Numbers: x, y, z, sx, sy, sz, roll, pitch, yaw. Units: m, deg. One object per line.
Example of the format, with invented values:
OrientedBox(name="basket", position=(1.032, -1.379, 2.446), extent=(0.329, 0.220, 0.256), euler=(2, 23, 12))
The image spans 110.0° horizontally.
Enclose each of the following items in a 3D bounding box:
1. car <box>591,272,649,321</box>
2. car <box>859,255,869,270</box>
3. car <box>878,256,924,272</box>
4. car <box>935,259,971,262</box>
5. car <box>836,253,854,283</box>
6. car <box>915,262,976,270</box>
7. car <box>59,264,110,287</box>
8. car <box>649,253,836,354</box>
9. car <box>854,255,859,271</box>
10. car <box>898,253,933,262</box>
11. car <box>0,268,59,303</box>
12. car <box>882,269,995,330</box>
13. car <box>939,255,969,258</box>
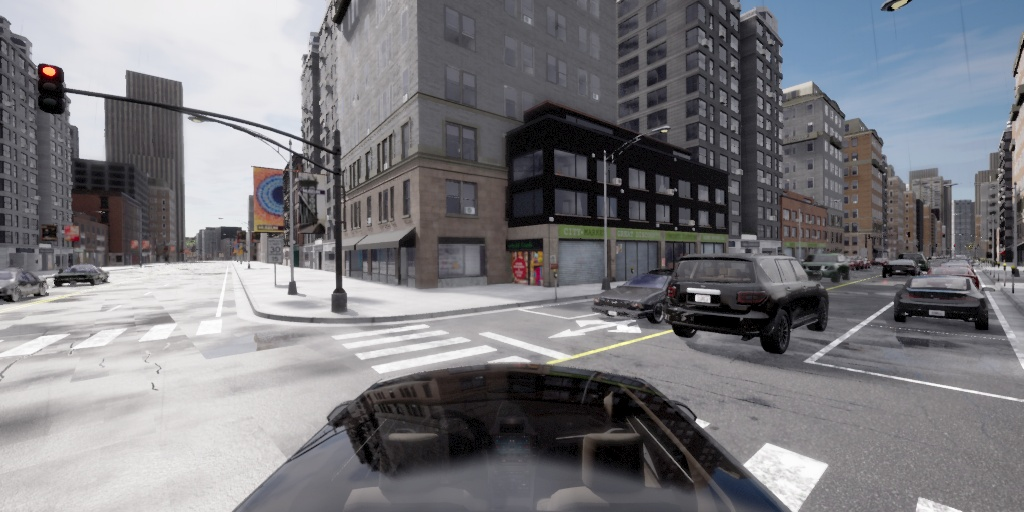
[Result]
OrientedBox(name="car", position=(5.033, 1.270, 12.160), extent=(5.357, 1.411, 2.033), euler=(0, 0, -38))
OrientedBox(name="car", position=(42.967, 0.817, 45.426), extent=(5.009, 1.841, 2.192), euler=(0, 0, -38))
OrientedBox(name="car", position=(32.088, 1.026, 29.515), extent=(5.008, 1.535, 1.882), euler=(0, 0, -38))
OrientedBox(name="car", position=(30.487, 1.104, 24.689), extent=(4.507, 1.381, 1.888), euler=(0, 0, -38))
OrientedBox(name="car", position=(22.794, 0.819, 26.186), extent=(5.566, 2.045, 2.150), euler=(0, 0, -38))
OrientedBox(name="car", position=(21.605, 1.158, 17.667), extent=(4.507, 1.381, 1.888), euler=(0, 0, -38))
OrientedBox(name="car", position=(-31.758, 1.498, 26.552), extent=(1.895, 1.301, 4.718), euler=(-1, 0, -38))
OrientedBox(name="car", position=(5.989, 0.944, 8.964), extent=(5.566, 2.045, 2.150), euler=(0, 0, -38))
OrientedBox(name="car", position=(38.526, 0.957, 41.915), extent=(4.097, 1.591, 1.967), euler=(0, 0, -38))
OrientedBox(name="car", position=(40.174, 0.733, 35.961), extent=(5.566, 2.045, 2.150), euler=(0, 0, -38))
OrientedBox(name="car", position=(-24.265, 1.426, 17.022), extent=(2.033, 1.411, 5.357), euler=(-1, 0, -38))
OrientedBox(name="car", position=(12.723, 1.228, 10.643), extent=(4.403, 1.370, 2.007), euler=(0, 0, -38))
OrientedBox(name="car", position=(43.810, 0.937, 35.224), extent=(4.097, 1.591, 1.967), euler=(0, 0, -38))
